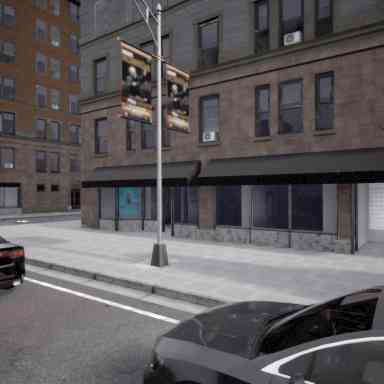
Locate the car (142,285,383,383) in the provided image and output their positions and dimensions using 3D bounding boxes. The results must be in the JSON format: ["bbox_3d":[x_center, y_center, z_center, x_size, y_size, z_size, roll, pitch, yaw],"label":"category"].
[{"bbox_3d":[1.788,1.505,2.412,4.892,1.490,1.837,0,0,35],"label":"car"}]

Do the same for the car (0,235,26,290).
[{"bbox_3d":[-5.948,1.478,7.899,5.008,1.535,1.882,0,0,35],"label":"car"}]
